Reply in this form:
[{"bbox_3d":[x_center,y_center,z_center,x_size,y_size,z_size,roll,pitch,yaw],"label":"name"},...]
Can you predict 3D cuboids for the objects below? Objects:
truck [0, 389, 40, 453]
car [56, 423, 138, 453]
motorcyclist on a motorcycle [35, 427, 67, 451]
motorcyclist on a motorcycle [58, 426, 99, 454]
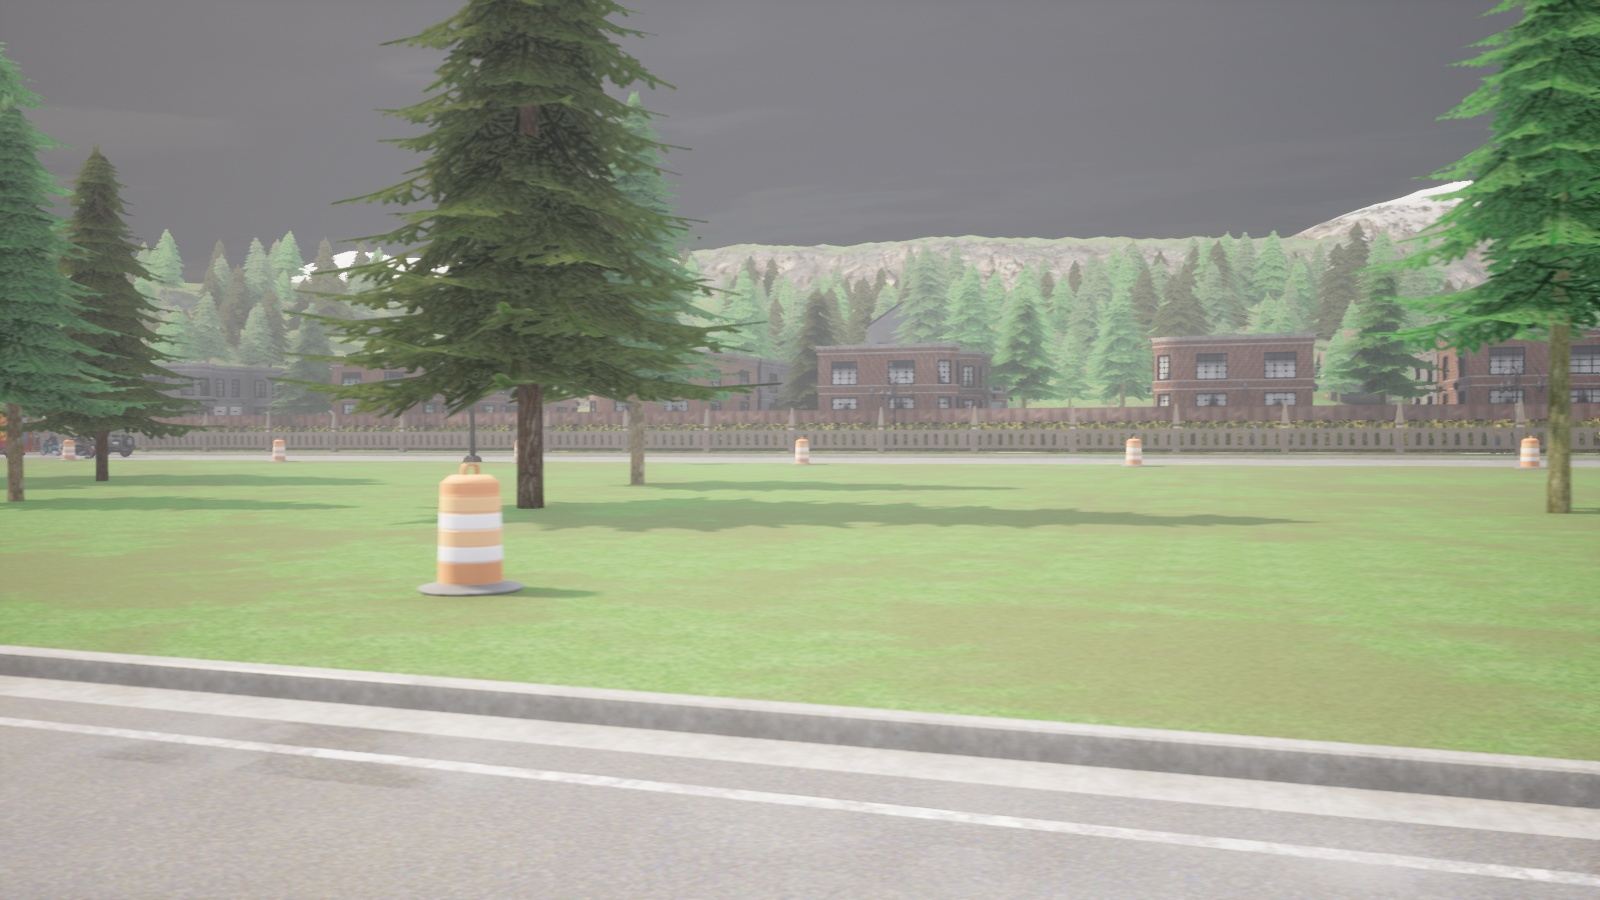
[{"bbox_3d":[-51.741,-1.782,78.001,8.468,3.827,2.891,1,1,18],"label":"truck"},{"bbox_3d":[-44.377,-0.793,79.248,4.605,1.855,1.932,1,1,19],"label":"car"},{"bbox_3d":[-50.756,-0.773,85.067,1.817,1.590,0.866,1,1,18],"label":"motorcyclist on a motorcycle"},{"bbox_3d":[-43.190,-0.589,75.166,2.350,1.649,0.766,0,1,18],"label":"motorcyclist on a motorcycle"}]
